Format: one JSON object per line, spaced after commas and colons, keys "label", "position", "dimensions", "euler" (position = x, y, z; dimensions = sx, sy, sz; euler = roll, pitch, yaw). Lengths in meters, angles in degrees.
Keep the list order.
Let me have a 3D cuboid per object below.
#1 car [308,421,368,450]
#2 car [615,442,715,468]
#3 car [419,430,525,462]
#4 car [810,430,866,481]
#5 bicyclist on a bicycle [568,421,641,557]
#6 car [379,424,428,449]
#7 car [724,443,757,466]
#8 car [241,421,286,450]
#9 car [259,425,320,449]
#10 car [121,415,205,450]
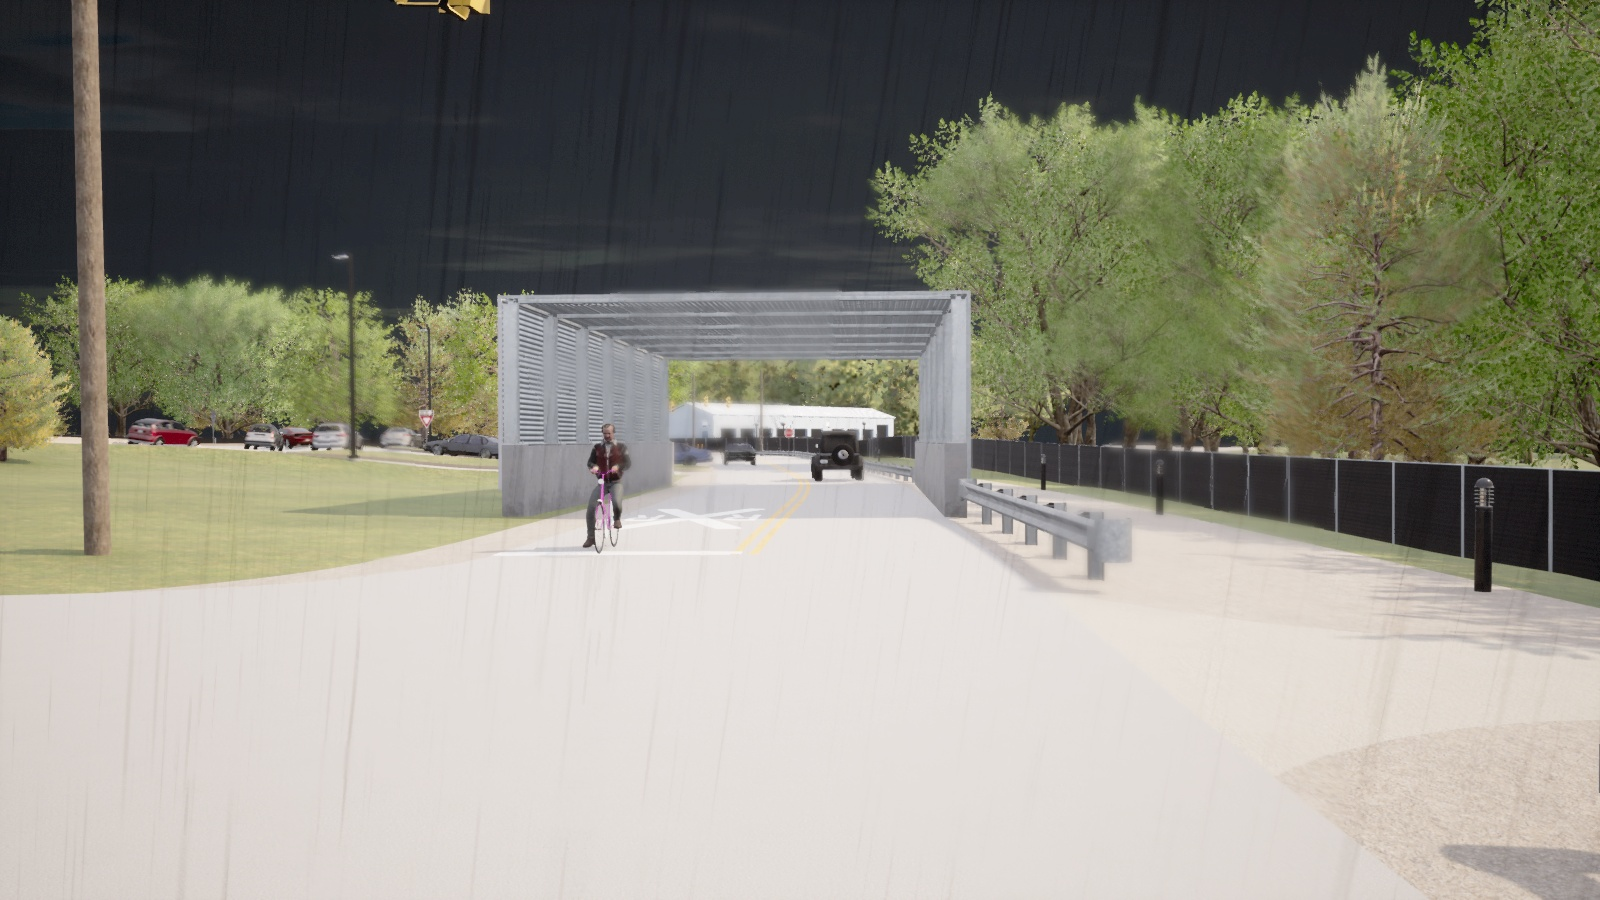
{"label": "car", "position": [-27.944, -0.871, 76.107], "dimensions": [2.242, 1.667, 4.611], "euler": [0, 1, -5]}
{"label": "car", "position": [-7.429, 0.261, 68.778], "dimensions": [5.357, 1.411, 2.033], "euler": [0, 0, -8]}
{"label": "car", "position": [-18.307, -0.231, 70.045], "dimensions": [5.357, 1.411, 2.033], "euler": [4, 1, 16]}
{"label": "car", "position": [1.423, 0.202, 48.194], "dimensions": [1.905, 1.878, 3.866], "euler": [0, 0, -2]}
{"label": "bicyclist on a bicycle", "position": [-2.667, 0.512, 17.283], "dimensions": [0.659, 1.776, 1.843], "euler": [0, 0, 2]}
{"label": "car", "position": [-28.766, -0.955, 91.226], "dimensions": [2.152, 1.651, 5.027], "euler": [2, -1, -3]}
{"label": "car", "position": [-3.571, 0.248, 74.546], "dimensions": [1.895, 1.301, 4.718], "euler": [0, 1, -3]}
{"label": "car", "position": [-33.070, -0.875, 77.543], "dimensions": [1.851, 1.617, 3.988], "euler": [4, -1, -14]}
{"label": "car", "position": [-35.989, -0.936, 88.453], "dimensions": [5.008, 1.535, 1.882], "euler": [1, 2, 40]}
{"label": "car", "position": [-33.320, -0.882, 65.798], "dimensions": [1.789, 1.549, 3.705], "euler": [8, 1, 14]}
